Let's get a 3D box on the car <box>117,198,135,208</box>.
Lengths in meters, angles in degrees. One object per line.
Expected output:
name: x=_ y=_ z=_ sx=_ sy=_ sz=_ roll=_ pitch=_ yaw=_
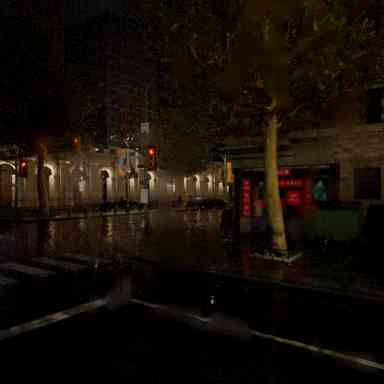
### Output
car: x=-10.235 y=1.595 z=47.907 sx=1.895 sy=1.301 sz=4.718 roll=0 pitch=0 yaw=36

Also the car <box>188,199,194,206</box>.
car: x=1.318 y=1.547 z=52.545 sx=2.033 sy=1.411 sz=5.357 roll=0 pitch=0 yaw=36

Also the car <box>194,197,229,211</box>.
car: x=2.711 y=1.505 z=40.473 sx=1.837 sy=1.490 sz=4.892 roll=0 pitch=0 yaw=36

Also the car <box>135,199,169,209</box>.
car: x=-4.934 y=1.564 z=43.901 sx=1.994 sy=1.385 sz=4.181 roll=0 pitch=0 yaw=35

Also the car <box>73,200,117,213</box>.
car: x=-10.694 y=1.564 z=35.895 sx=1.994 sy=1.385 sz=4.181 roll=0 pitch=0 yaw=36
